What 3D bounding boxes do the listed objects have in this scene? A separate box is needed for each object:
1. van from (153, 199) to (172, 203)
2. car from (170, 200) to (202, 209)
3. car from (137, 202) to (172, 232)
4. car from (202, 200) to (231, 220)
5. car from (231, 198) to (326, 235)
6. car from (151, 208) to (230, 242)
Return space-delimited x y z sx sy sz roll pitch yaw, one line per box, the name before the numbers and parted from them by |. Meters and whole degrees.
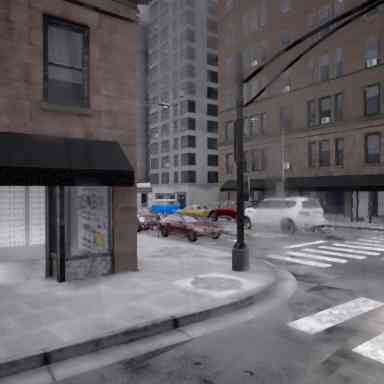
van | -2.962 1.689 36.022 1.690 1.788 3.998 -1 0 -36
car | 0.158 1.805 31.694 1.752 1.417 4.829 -1 0 -36
car | -3.446 1.706 22.107 1.967 1.590 4.097 -1 0 -36
car | 3.469 1.522 27.088 2.192 1.841 5.009 -1 0 -36
car | 5.227 1.363 20.112 2.150 2.045 5.566 0 0 -36
car | -0.227 1.778 17.639 1.802 1.307 4.206 -1 0 -36
